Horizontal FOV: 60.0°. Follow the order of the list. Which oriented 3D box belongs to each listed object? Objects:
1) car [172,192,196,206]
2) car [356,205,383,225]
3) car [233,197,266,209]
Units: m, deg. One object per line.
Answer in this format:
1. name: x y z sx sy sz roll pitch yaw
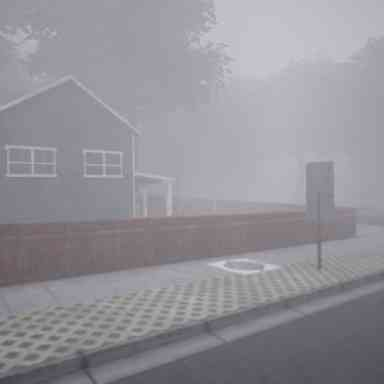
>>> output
1. car: -0.965 0.867 42.012 2.097 1.767 4.553 -1 2 -35
2. car: 12.698 1.602 22.605 1.994 1.385 4.181 -1 2 -32
3. car: 5.582 1.278 32.836 2.128 1.511 4.902 -1 2 -36
